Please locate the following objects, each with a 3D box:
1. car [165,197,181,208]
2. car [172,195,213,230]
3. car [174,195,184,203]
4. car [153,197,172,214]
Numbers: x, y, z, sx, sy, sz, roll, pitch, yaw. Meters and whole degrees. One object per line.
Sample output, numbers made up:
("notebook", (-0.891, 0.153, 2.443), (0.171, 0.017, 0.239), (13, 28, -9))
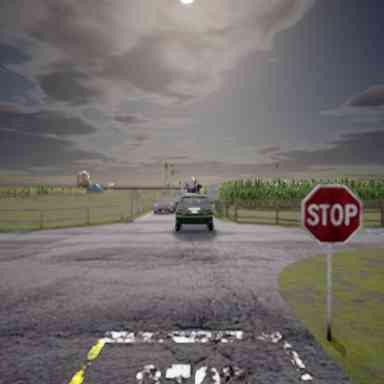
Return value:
("car", (-2.735, 1.460, 49.043), (2.033, 1.411, 5.357), (0, 0, 0))
("car", (0.138, 1.186, 20.969), (2.150, 2.045, 5.566), (0, 0, 0))
("car", (-2.608, 1.396, 67.218), (1.837, 1.490, 4.892), (0, 0, 0))
("car", (-2.774, 1.297, 34.497), (2.097, 1.767, 4.553), (0, 0, 0))
